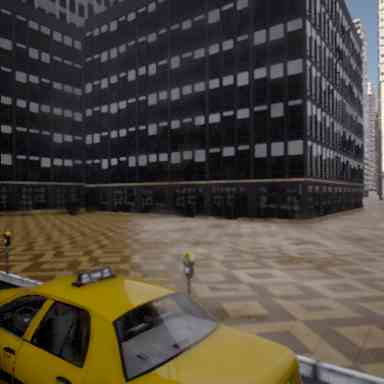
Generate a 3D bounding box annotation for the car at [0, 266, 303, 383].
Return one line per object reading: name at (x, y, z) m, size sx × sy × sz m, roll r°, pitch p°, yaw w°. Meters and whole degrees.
car at (-1.274, 1.530, 3.754) m, size 4.829 × 1.417 × 1.752 m, roll 0°, pitch 0°, yaw 35°
